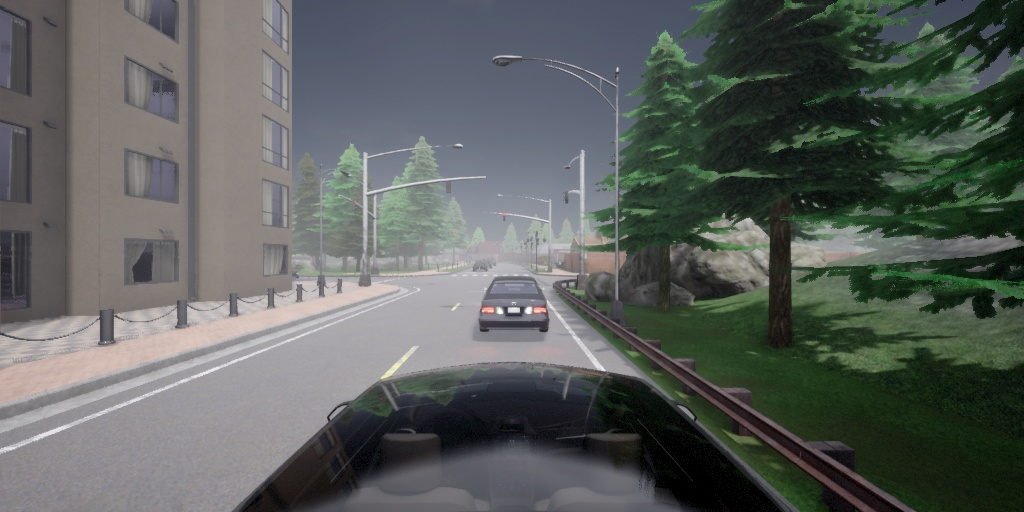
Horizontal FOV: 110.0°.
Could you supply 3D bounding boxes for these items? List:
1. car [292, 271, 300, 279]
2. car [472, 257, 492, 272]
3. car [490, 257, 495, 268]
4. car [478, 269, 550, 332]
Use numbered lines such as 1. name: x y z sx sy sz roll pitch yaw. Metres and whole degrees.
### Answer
1. car: -19.198 1.282 27.242 5.357 1.411 2.033 0 0 1
2. car: -3.999 1.225 46.360 1.837 1.490 4.892 0 0 0
3. car: -4.058 1.226 56.703 1.837 1.490 4.892 0 0 0
4. car: 0.068 1.297 10.802 2.033 1.411 5.357 0 0 1
